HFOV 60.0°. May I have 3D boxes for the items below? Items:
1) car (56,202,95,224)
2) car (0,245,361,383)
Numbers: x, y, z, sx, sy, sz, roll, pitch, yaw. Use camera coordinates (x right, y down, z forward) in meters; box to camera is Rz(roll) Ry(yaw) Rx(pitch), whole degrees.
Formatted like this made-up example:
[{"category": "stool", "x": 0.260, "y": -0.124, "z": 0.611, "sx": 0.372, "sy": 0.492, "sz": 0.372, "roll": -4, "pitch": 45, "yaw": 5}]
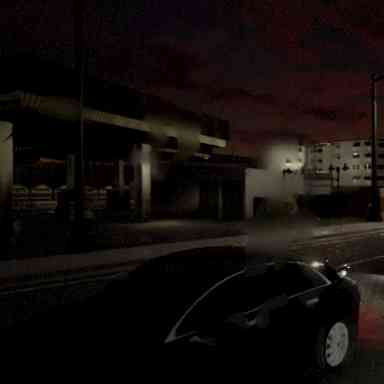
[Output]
[{"category": "car", "x": -8.343, "y": 1.451, "z": 23.647, "sx": 1.970, "sy": 1.475, "sz": 3.806, "roll": 0, "pitch": 0, "yaw": -34}, {"category": "car", "x": 0.156, "y": 1.502, "z": 4.039, "sx": 4.892, "sy": 1.490, "sz": 1.837, "roll": 0, "pitch": 0, "yaw": -36}]
